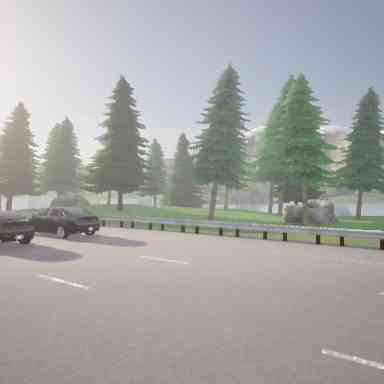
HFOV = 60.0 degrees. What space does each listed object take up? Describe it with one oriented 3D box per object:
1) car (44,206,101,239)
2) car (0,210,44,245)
[{"bbox_3d":[-6.874,1.514,17.256,4.892,1.490,1.837,0,0,33],"label":"car"},{"bbox_3d":[-8.774,1.514,14.317,4.892,1.490,1.837,0,0,33],"label":"car"}]
